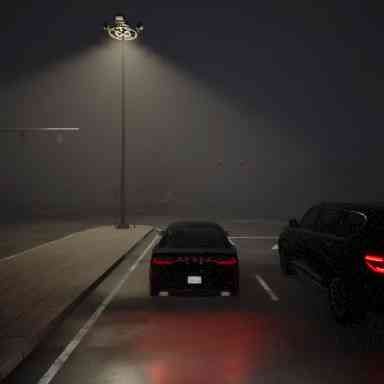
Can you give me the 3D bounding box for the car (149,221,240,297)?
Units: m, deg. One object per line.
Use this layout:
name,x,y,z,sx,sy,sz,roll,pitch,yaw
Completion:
car,0.063,1.478,8.634,1.882,1.535,5.008,0,0,0

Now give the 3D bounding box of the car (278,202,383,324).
car,3.566,1.221,7.287,2.150,2.045,5.566,0,0,0
